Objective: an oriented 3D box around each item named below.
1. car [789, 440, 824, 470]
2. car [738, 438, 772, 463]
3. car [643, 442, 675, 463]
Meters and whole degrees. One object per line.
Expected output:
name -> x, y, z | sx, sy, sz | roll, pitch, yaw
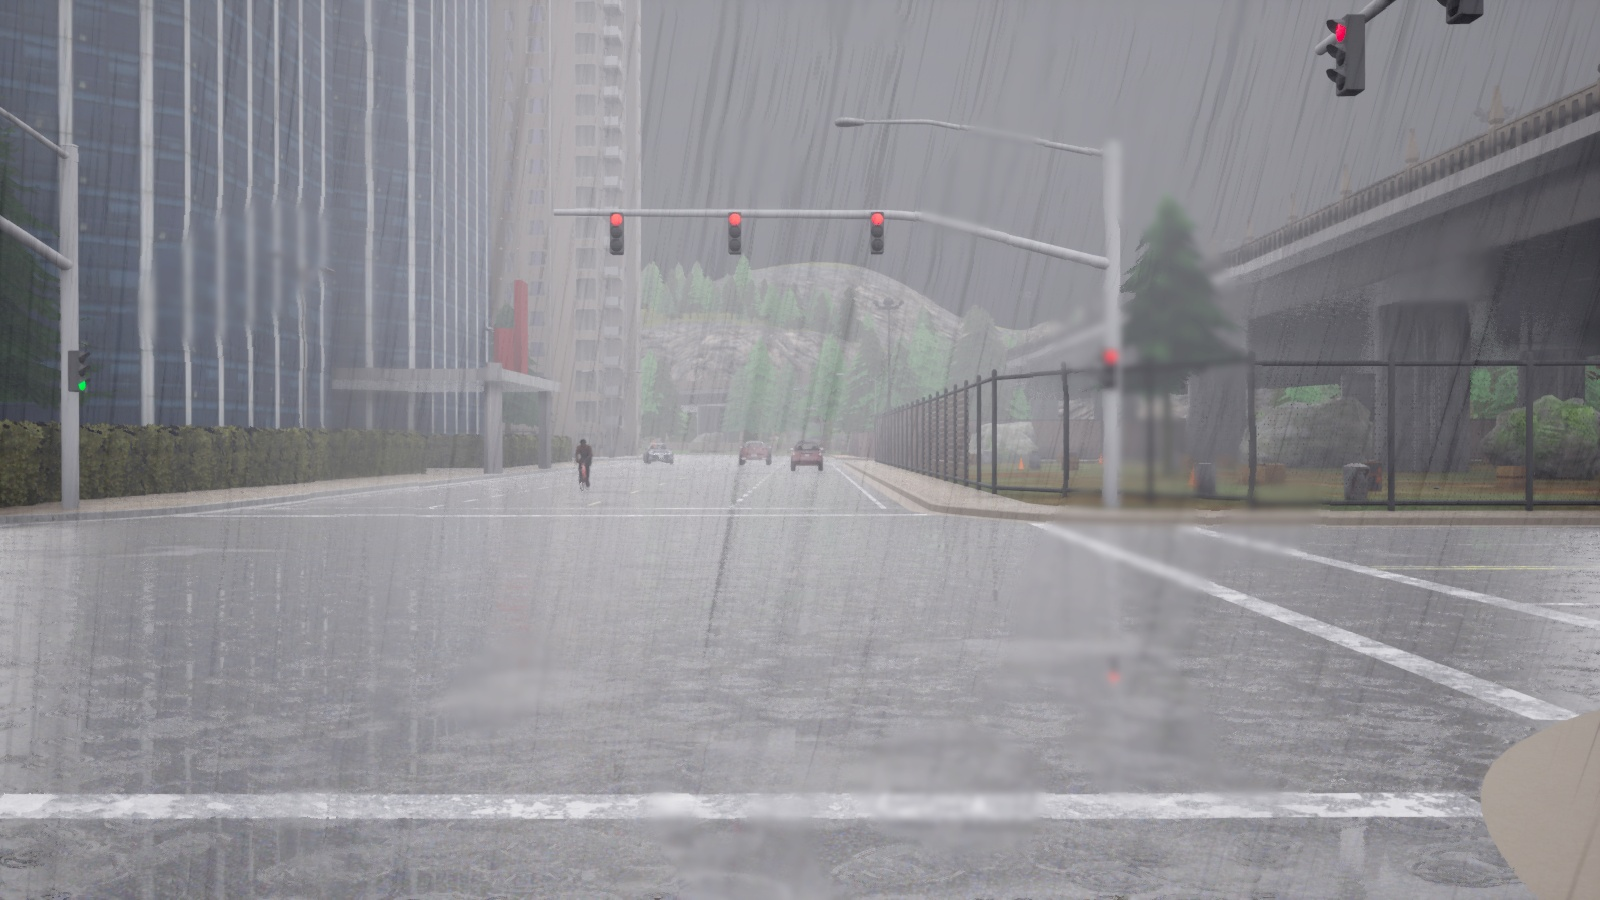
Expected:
car -> 0.373, 0.258, 68.579 | 1.851, 1.617, 3.988 | 0, 0, 0
car -> -3.036, 0.039, 85.718 | 2.152, 1.651, 5.027 | 0, 0, 0
car -> -10.214, 0.192, 90.604 | 1.970, 1.475, 3.806 | 0, 0, -11
